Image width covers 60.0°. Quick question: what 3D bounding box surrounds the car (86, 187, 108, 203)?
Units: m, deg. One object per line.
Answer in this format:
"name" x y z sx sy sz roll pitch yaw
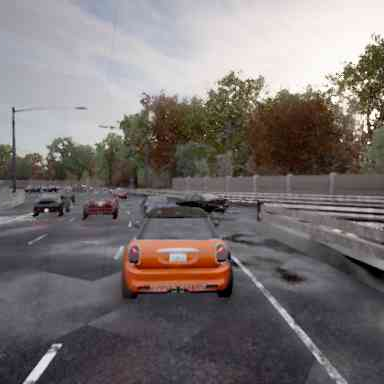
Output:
"car" -11.503 0.269 40.158 2.097 1.767 4.553 -1 2 -21

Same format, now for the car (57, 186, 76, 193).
"car" -27.987 -0.591 73.913 2.033 1.411 5.357 -1 2 -43

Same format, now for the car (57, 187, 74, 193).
"car" -28.144 -0.465 74.057 1.812 1.442 4.674 -1 2 -43

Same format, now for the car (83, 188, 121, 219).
"car" -6.083 0.743 22.502 2.097 1.767 4.553 0 2 -12

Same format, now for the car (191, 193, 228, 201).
"car" 0.571 0.786 24.016 1.882 1.535 5.008 -3 3 -33

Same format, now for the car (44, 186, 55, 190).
"car" -30.620 -0.565 71.607 1.837 1.490 4.892 -1 2 -43

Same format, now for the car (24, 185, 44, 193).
"car" -33.233 -0.643 69.276 2.097 1.767 4.553 -1 2 -43

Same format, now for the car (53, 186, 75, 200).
"car" -15.359 0.404 40.406 2.128 1.511 4.902 -1 2 -23

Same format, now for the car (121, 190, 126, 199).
"car" -10.730 0.286 47.306 1.994 1.385 4.181 -1 2 -26

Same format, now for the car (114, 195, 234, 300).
"car" -0.367 1.129 8.061 2.097 1.767 4.553 0 1 -3

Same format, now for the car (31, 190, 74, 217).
"car" -9.935 0.864 23.792 1.837 1.490 4.892 0 2 -13

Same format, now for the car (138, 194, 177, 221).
"car" -2.436 0.940 22.315 2.033 1.411 5.357 0 2 -12
